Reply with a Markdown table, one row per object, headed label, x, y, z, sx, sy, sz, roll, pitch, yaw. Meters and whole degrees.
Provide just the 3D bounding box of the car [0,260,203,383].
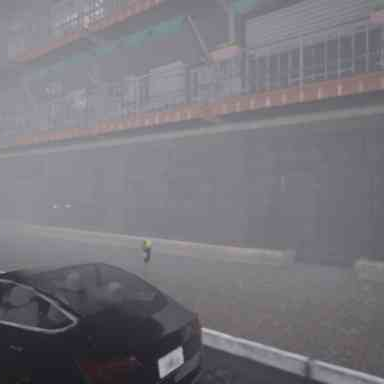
| label | x | y | z | sx | sy | sz | roll | pitch | yaw |
| --- | --- | --- | --- | --- | --- | --- | --- | --- | --- |
| car | -1.881 | 1.566 | 4.209 | 4.313 | 1.339 | 1.947 | 0 | 0 | 35 |
